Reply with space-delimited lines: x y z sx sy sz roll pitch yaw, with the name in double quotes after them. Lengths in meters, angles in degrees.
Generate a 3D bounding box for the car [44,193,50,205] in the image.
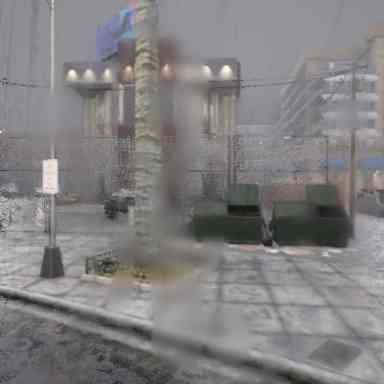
-13.966 0.841 37.117 4.674 1.452 2.002 1 1 6 "car"
